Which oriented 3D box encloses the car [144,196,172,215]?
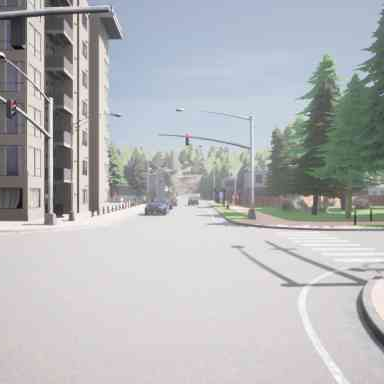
[{"bbox_3d":[-3.455,1.352,33.300,2.097,1.767,4.553,0,0,0],"label":"car"}]

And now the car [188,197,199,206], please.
[{"bbox_3d":[0.225,1.547,55.778,2.033,1.411,5.357,0,0,0],"label":"car"}]

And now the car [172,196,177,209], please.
[{"bbox_3d":[-3.413,1.491,42.518,2.128,1.511,4.902,0,0,1],"label":"car"}]
